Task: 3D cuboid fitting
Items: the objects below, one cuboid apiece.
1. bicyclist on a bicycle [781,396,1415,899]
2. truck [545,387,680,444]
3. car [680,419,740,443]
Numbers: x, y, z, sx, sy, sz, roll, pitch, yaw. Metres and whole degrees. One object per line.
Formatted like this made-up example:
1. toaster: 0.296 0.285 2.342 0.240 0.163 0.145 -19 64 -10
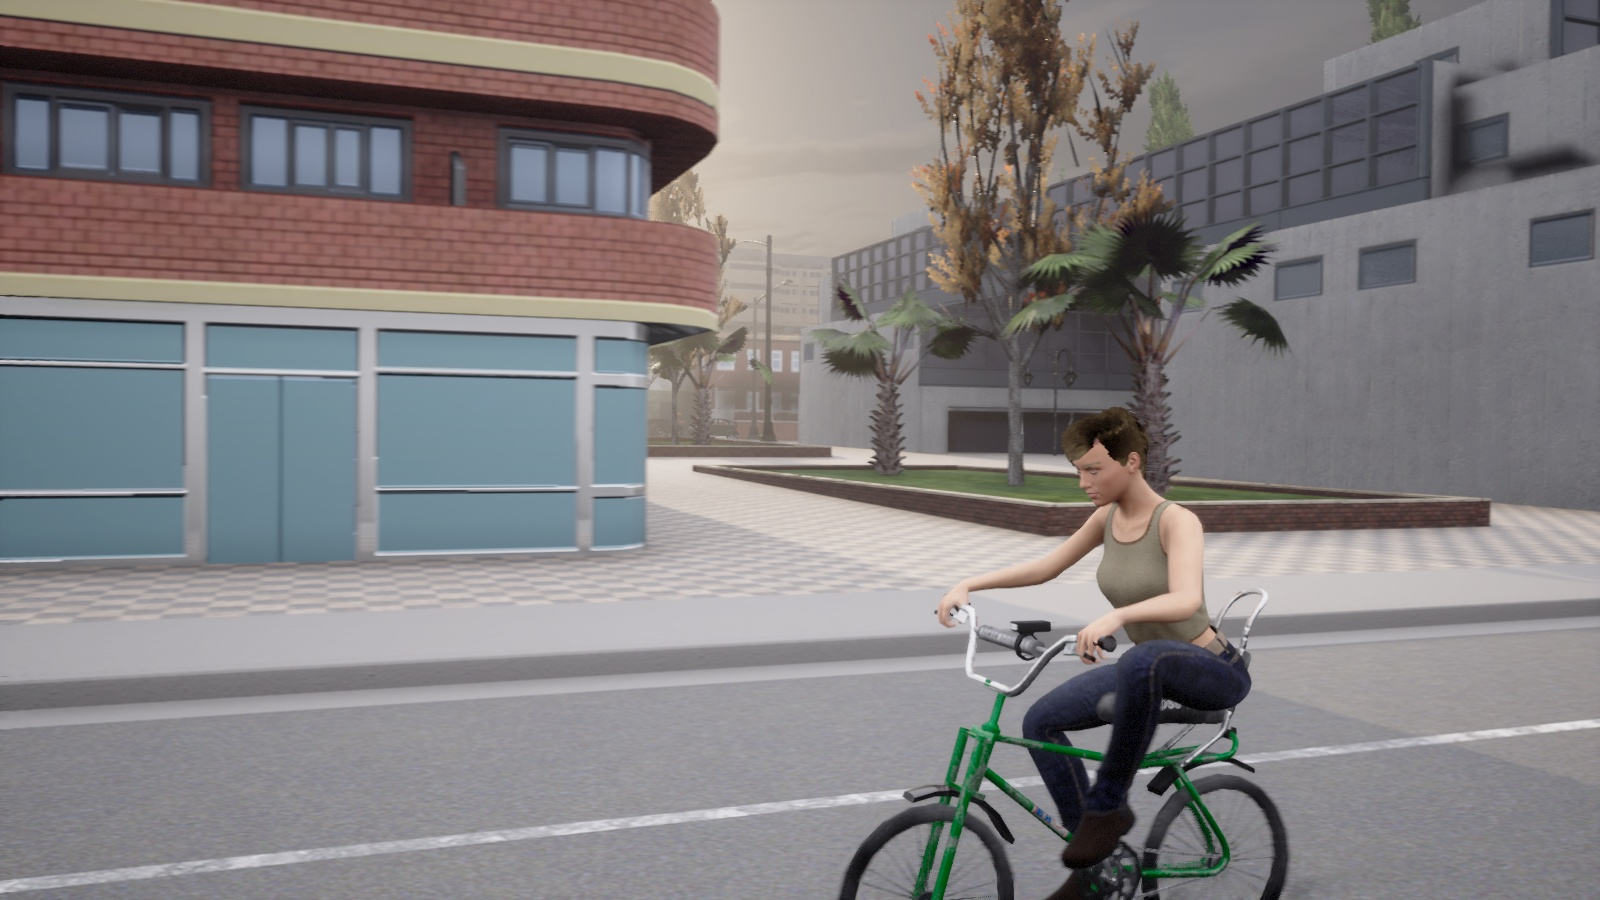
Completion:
1. bicyclist on a bicycle: 0.813 0.668 3.552 1.509 1.612 0.866 -1 1 -21
2. truck: -11.744 -2.152 78.707 7.936 3.462 2.891 -1 1 -21
3. car: -6.070 -1.255 84.590 3.705 1.549 1.789 0 1 -21
